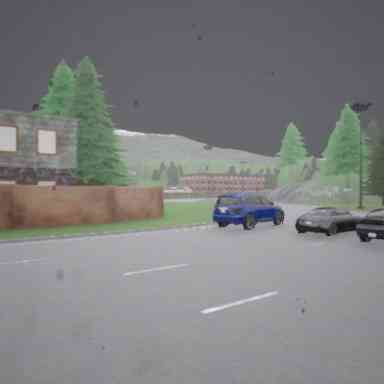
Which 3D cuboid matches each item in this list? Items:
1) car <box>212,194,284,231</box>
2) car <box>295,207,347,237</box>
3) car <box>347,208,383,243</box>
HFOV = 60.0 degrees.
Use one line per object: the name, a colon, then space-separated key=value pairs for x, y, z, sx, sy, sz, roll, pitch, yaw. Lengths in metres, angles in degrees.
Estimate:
car: x=3.579 y=1.155 z=20.609 sx=2.150 sy=2.045 sz=5.566 roll=0 pitch=0 yaw=43
car: x=7.405 y=1.491 z=17.632 sx=4.181 sy=1.385 sz=1.994 roll=0 pitch=0 yaw=-35
car: x=9.090 y=1.435 z=14.534 sx=4.892 sy=1.490 sz=1.837 roll=0 pitch=0 yaw=-35
